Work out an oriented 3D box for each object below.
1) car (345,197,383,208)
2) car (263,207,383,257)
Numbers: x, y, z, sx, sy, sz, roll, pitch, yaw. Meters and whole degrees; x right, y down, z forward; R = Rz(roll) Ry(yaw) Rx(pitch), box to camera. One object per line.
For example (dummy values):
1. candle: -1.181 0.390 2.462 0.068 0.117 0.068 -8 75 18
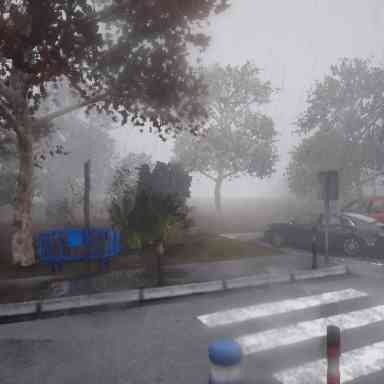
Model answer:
1. car: 7.818 1.235 14.279 2.435 2.045 5.566 0 -1 -44
2. car: 5.133 1.487 13.032 2.231 1.521 4.892 0 -1 -45
